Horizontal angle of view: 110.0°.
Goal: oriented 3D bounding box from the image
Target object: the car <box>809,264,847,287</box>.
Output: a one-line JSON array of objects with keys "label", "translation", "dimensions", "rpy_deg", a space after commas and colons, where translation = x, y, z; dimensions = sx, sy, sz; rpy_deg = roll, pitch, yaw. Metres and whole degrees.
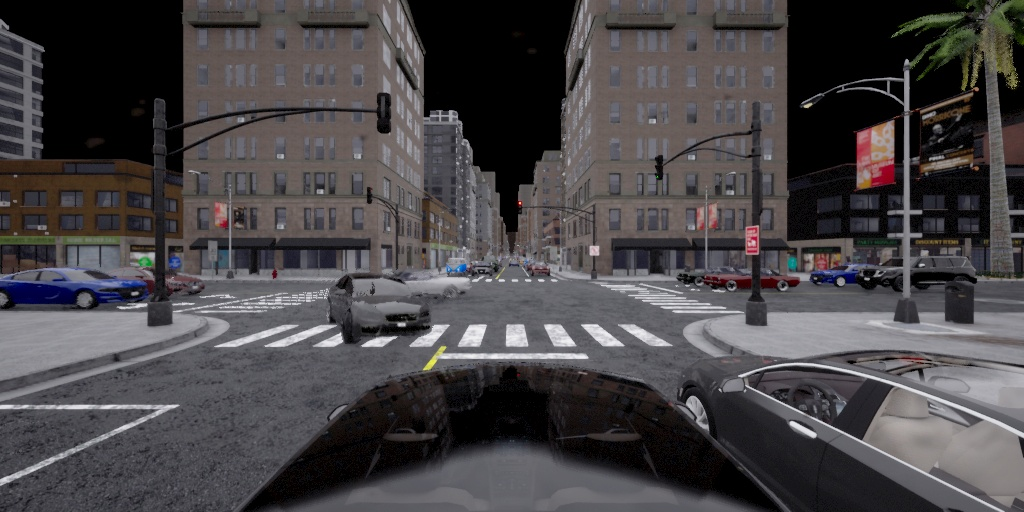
[{"label": "car", "translation": [23.058, 1.258, 24.308], "dimensions": [5.008, 1.535, 1.882], "rpy_deg": [0, 0, 0]}]

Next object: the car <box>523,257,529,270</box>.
[{"label": "car", "translation": [2.880, 1.193, 48.273], "dimensions": [1.967, 1.591, 4.097], "rpy_deg": [0, 0, 0]}]

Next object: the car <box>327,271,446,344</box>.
[{"label": "car", "translation": [-3.796, 1.258, 9.891], "dimensions": [1.837, 1.490, 4.892], "rpy_deg": [4, -2, -35]}]

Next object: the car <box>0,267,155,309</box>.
[{"label": "car", "translation": [-17.426, 1.206, 14.158], "dimensions": [5.008, 1.535, 1.882], "rpy_deg": [0, 0, -1]}]

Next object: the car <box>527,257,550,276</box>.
[{"label": "car", "translation": [2.825, 1.192, 36.935], "dimensions": [1.967, 1.591, 4.097], "rpy_deg": [0, 0, 0]}]

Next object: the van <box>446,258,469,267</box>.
[{"label": "van", "translation": [-5.701, 1.093, 36.974], "dimensions": [1.690, 1.789, 3.998], "rpy_deg": [0, 0, 0]}]

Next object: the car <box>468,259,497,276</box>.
[{"label": "car", "translation": [-2.945, 1.316, 36.612], "dimensions": [1.994, 1.385, 4.181], "rpy_deg": [0, 0, 0]}]

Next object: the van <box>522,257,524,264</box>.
[{"label": "van", "translation": [2.934, 1.094, 59.612], "dimensions": [1.690, 1.789, 3.998], "rpy_deg": [0, 0, 0]}]

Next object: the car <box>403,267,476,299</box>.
[{"label": "car", "translation": [-4.356, 1.348, 17.474], "dimensions": [4.718, 1.301, 1.895], "rpy_deg": [0, 0, 0]}]

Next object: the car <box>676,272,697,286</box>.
[{"label": "car", "translation": [13.739, 1.365, 24.263], "dimensions": [4.718, 1.301, 1.895], "rpy_deg": [0, 0, 0]}]

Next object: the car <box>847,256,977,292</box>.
[{"label": "car", "translation": [23.610, 1.007, 21.061], "dimensions": [5.566, 2.045, 2.150], "rpy_deg": [0, 0, 0]}]

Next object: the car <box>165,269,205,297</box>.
[{"label": "car", "translation": [-17.702, 1.250, 17.408], "dimensions": [4.674, 1.442, 1.812], "rpy_deg": [0, 0, 0]}]

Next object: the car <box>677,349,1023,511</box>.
[{"label": "car", "translation": [2.668, 1.300, 2.286], "dimensions": [2.007, 1.370, 4.403], "rpy_deg": [0, 0, 0]}]

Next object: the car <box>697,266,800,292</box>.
[{"label": "car", "translation": [13.857, 1.370, 21.014], "dimensions": [4.718, 1.301, 1.895], "rpy_deg": [0, 0, 0]}]

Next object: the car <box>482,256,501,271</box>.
[{"label": "car", "translation": [-2.896, 0.975, 45.920], "dimensions": [2.150, 2.045, 5.566], "rpy_deg": [0, 0, 0]}]

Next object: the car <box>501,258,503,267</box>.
[{"label": "car", "translation": [-2.847, 1.354, 55.711], "dimensions": [1.895, 1.301, 4.718], "rpy_deg": [0, 0, 0]}]
